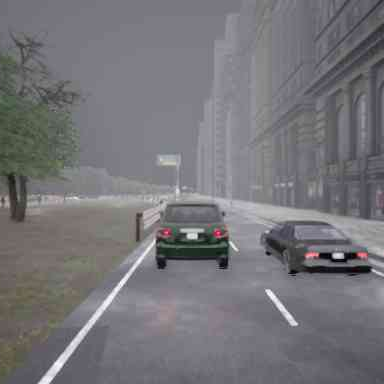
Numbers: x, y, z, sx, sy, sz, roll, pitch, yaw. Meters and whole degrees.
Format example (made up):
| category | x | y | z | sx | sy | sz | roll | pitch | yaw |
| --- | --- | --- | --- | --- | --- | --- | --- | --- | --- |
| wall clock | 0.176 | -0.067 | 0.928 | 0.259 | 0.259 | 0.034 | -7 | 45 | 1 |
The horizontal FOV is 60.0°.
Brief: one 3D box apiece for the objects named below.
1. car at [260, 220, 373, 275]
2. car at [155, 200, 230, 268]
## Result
| category | x | y | z | sx | sy | sz | roll | pitch | yaw |
| --- | --- | --- | --- | --- | --- | --- | --- | --- | --- |
| car | 3.520 | 1.586 | 10.487 | 2.033 | 1.411 | 5.357 | 0 | 0 | 0 |
| car | 0.030 | 1.265 | 11.554 | 2.150 | 2.045 | 5.566 | 0 | 0 | 0 |
